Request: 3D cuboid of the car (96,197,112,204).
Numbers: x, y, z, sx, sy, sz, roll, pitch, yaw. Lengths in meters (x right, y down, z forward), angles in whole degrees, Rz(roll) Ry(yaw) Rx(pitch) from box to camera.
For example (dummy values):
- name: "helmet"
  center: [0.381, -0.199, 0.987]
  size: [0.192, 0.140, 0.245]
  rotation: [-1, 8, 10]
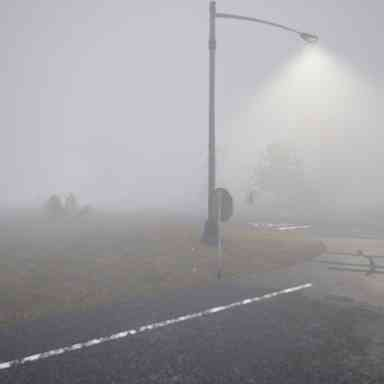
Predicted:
- name: "car"
  center: [-16.102, 1.487, 61.057]
  size: [1.895, 1.301, 4.718]
  rotation: [0, 0, -34]

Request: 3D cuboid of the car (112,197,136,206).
- name: "car"
  center: [-10.536, 1.468, 52.743]
  size: [1.994, 1.385, 4.181]
  rotation: [0, 0, -33]
